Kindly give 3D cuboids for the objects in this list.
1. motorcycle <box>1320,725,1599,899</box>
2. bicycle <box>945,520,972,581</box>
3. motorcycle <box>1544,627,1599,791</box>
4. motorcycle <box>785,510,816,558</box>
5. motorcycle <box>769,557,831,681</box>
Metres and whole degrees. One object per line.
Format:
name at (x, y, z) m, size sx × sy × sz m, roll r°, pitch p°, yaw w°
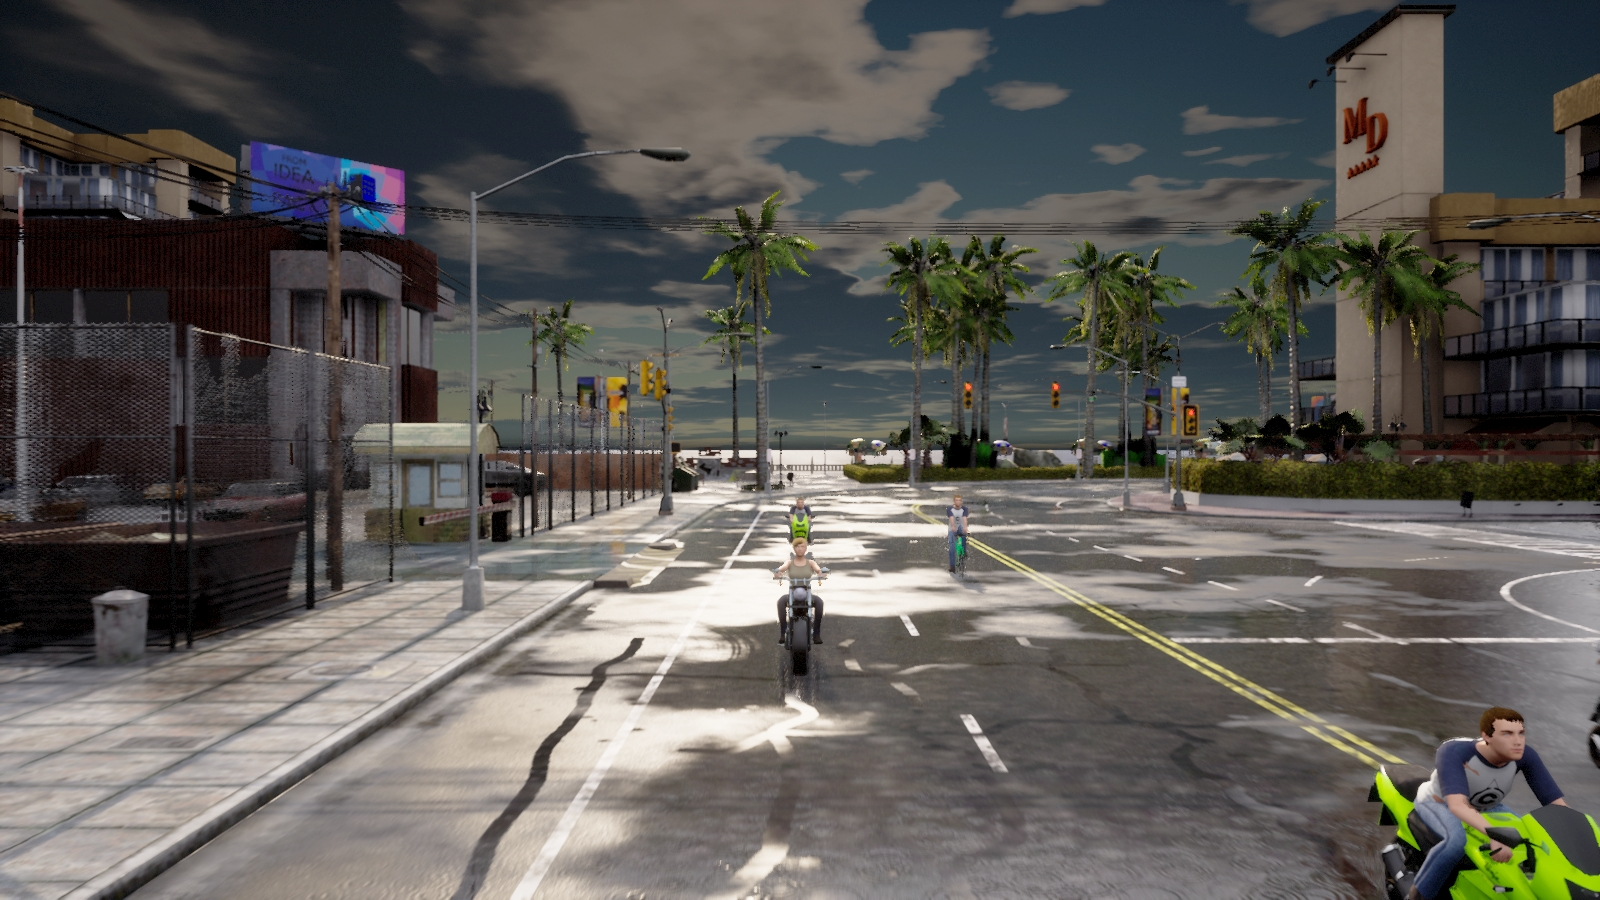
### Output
motorcycle at (3.500, 2.213, 5.793) m, size 0.803 × 1.145 × 2.033 m, roll 0°, pitch 0°, yaw 0°
bicycle at (3.510, 2.206, 25.317) m, size 0.373 × 1.196 × 1.643 m, roll 0°, pitch 0°, yaw 0°
motorcycle at (7.001, 2.182, 9.197) m, size 0.856 × 1.236 × 1.805 m, roll 0°, pitch 0°, yaw 0°
motorcycle at (0.008, 2.212, 30.406) m, size 0.803 × 1.145 × 2.033 m, roll 0°, pitch 0°, yaw 0°
motorcycle at (-0.001, 2.170, 15.083) m, size 0.764 × 1.277 × 2.356 m, roll 0°, pitch 0°, yaw 0°
